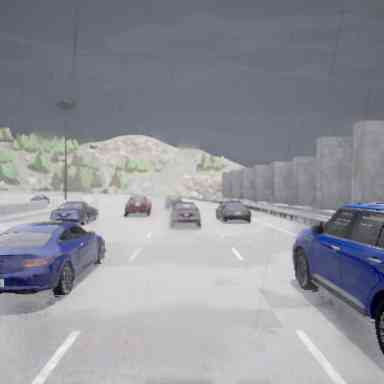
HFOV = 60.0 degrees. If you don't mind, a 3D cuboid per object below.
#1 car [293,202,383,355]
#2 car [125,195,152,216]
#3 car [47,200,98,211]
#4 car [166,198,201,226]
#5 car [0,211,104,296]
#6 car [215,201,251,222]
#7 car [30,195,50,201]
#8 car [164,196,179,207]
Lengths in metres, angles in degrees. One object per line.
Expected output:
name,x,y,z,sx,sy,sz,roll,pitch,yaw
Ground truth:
car,3.511,1.165,5.617,2.150,2.045,5.566,0,1,-1
car,-4.577,1.071,28.863,2.097,1.767,4.553,0,1,-5
car,-7.482,1.338,21.543,2.033,1.411,5.357,0,1,-3
car,-0.455,1.340,21.250,2.033,1.411,5.357,0,1,-3
car,-3.542,1.444,8.266,1.812,1.442,4.674,0,1,-1
car,2.867,1.332,23.722,1.994,1.385,4.181,0,1,-4
car,-21.600,1.105,47.394,1.994,1.385,4.181,0,0,-11
car,-2.165,1.173,38.454,2.033,1.411,5.357,0,1,-8
